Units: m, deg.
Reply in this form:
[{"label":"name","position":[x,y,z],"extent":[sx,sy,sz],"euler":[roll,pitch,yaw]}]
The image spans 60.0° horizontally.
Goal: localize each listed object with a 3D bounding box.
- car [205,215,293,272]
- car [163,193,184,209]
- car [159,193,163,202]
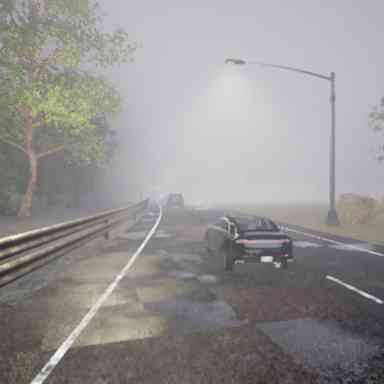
[{"label":"car","position":[1.621,1.485,10.853],"extent":[2.128,1.511,4.902],"euler":[0,0,-7]},{"label":"car","position":[-2.341,1.182,44.654],"extent":[2.150,2.045,5.566],"euler":[0,0,-7]},{"label":"car","position":[-5.475,1.510,71.414],"extent":[1.895,1.301,4.718],"euler":[0,0,-7]}]
